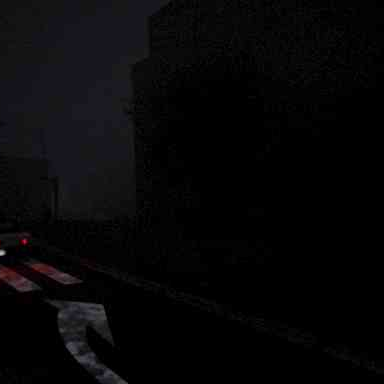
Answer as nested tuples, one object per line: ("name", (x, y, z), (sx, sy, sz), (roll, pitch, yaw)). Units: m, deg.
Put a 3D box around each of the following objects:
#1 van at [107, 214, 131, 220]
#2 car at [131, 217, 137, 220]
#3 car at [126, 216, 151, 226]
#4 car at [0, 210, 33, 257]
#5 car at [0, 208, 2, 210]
("van", (-13.978, 5.127, 61.583), (4.442, 1.987, 1.878), (-6, -9, 35))
("car", (-12.292, 5.614, 63.747), (5.008, 1.535, 2.097), (-6, -9, 35))
("car", (-10.664, 5.779, 66.011), (4.553, 1.767, 2.185), (-6, -9, 35))
("car", (-7.352, 1.583, 12.163), (1.895, 1.301, 4.718), (1, 0, -39))
("car", (-15.083, 1.768, 24.847), (1.812, 1.442, 4.674), (0, -5, -25))
